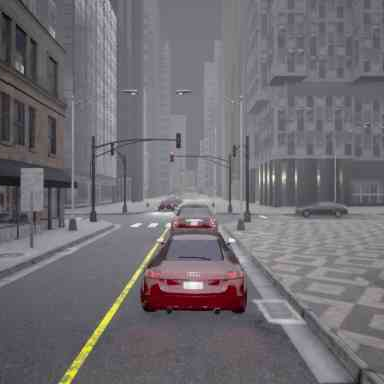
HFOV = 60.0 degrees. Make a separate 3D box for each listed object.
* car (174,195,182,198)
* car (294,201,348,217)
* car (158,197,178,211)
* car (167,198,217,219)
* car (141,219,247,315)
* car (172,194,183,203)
[{"bbox_3d":[-3.096,1.581,50.965,2.033,1.411,5.357,0,0,0],"label":"car"},{"bbox_3d":[11.740,1.543,30.358,4.674,1.442,1.812,0,0,1],"label":"car"},{"bbox_3d":[-3.098,1.624,41.313,1.895,1.301,4.718,0,0,0],"label":"car"},{"bbox_3d":[0.150,1.356,16.307,2.097,1.767,4.553,0,0,2],"label":"car"},{"bbox_3d":[0.083,1.565,7.686,1.994,1.385,4.181,0,0,2],"label":"car"},{"bbox_3d":[-3.005,1.414,70.963,2.097,1.767,4.553,0,0,0],"label":"car"}]
